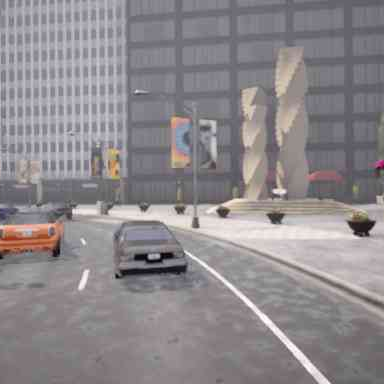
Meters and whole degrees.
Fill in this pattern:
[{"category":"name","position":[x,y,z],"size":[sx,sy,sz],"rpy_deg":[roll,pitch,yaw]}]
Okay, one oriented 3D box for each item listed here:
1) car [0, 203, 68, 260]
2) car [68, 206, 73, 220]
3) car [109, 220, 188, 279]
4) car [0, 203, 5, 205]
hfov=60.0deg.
[{"category":"car","position":[-6.267,1.451,13.252],"size":[2.097,1.767,4.553],"rpy_deg":[-1,0,-19]},{"category":"car","position":[-12.163,1.707,29.282],"size":[1.837,1.490,4.892],"rpy_deg":[0,-1,-42]},{"category":"car","position":[-1.517,1.592,10.326],"size":[2.033,1.411,5.357],"rpy_deg":[0,0,-14]},{"category":"car","position":[-16.845,1.725,29.055],"size":[5.008,1.535,1.882],"rpy_deg":[-1,0,44]}]
